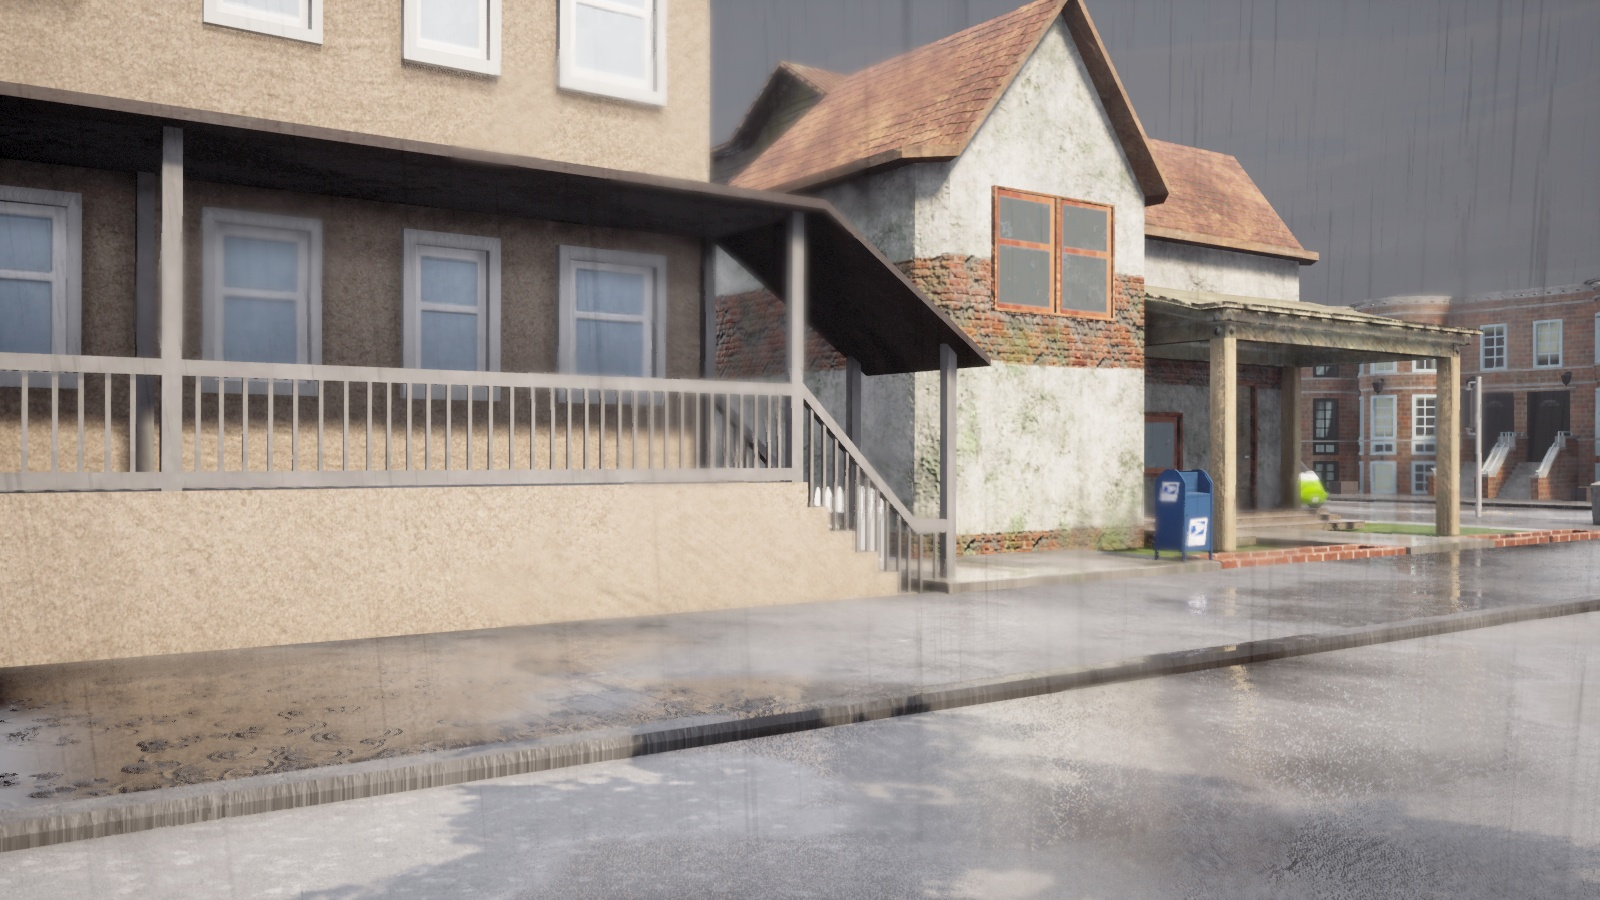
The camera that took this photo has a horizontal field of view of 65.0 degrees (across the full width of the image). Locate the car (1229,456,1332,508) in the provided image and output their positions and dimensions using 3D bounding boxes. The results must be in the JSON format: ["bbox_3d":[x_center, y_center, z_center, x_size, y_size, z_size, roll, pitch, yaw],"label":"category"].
[{"bbox_3d":[13.258,0.856,34.685,1.481,1.376,2.207,0,-1,-35],"label":"car"}]
